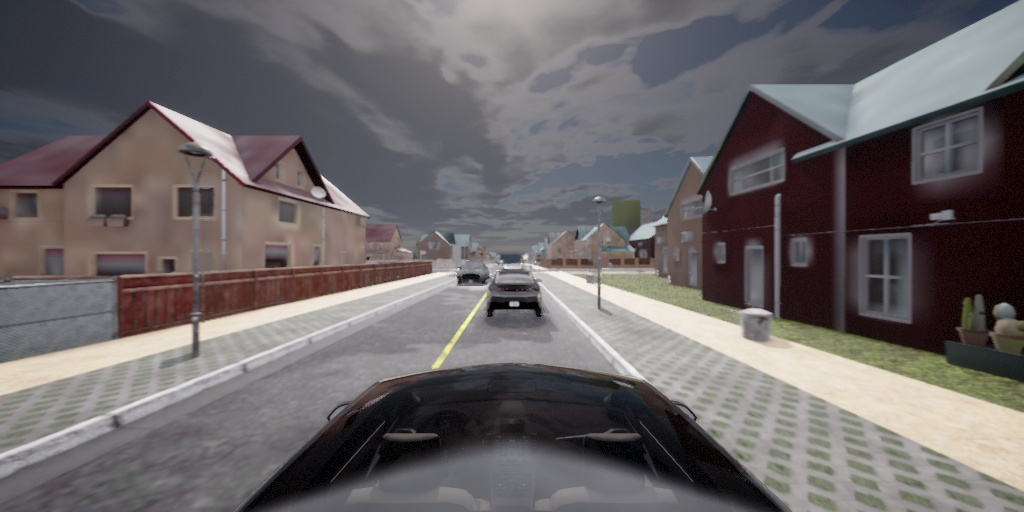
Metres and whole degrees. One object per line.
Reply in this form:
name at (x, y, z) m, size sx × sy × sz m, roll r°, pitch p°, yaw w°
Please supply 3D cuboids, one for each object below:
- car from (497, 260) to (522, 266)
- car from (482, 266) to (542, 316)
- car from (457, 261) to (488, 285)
car at (0.068, 1.303, 26.559) m, size 2.128 × 1.511 × 4.902 m, roll 0°, pitch 0°, yaw 0°
car at (0.080, 1.268, 13.472) m, size 1.837 × 1.490 × 4.892 m, roll 0°, pitch -1°, yaw 0°
car at (-2.841, 1.165, 26.966) m, size 2.097 × 1.767 × 4.553 m, roll 0°, pitch 0°, yaw 0°
